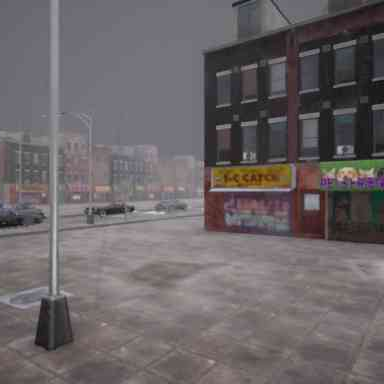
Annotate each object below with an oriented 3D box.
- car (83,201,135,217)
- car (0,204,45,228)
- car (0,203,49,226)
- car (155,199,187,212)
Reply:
[{"bbox_3d":[-7.540,1.545,30.504,1.895,1.301,4.718,0,0,36],"label":"car"},{"bbox_3d":[-11.636,1.539,19.335,2.033,1.411,5.357,0,0,33],"label":"car"},{"bbox_3d":[-12.582,1.541,23.368,1.994,1.385,4.181,0,0,36],"label":"car"},{"bbox_3d":[-2.348,1.476,37.851,1.994,1.385,4.181,0,0,35],"label":"car"}]
